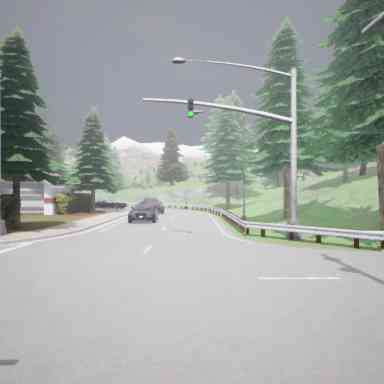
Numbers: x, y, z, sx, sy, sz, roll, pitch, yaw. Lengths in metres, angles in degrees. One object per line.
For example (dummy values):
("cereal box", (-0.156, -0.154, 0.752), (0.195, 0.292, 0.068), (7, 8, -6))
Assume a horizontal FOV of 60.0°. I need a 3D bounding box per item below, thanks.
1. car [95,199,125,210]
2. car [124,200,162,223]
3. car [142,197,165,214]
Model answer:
("car", (-10.823, 1.607, 43.068), (4.718, 1.301, 1.895), (0, 0, 15))
("car", (-3.647, 1.564, 25.443), (1.994, 1.385, 4.181), (0, 0, -1))
("car", (-4.352, 1.352, 35.244), (2.097, 1.767, 4.553), (0, 0, -18))
